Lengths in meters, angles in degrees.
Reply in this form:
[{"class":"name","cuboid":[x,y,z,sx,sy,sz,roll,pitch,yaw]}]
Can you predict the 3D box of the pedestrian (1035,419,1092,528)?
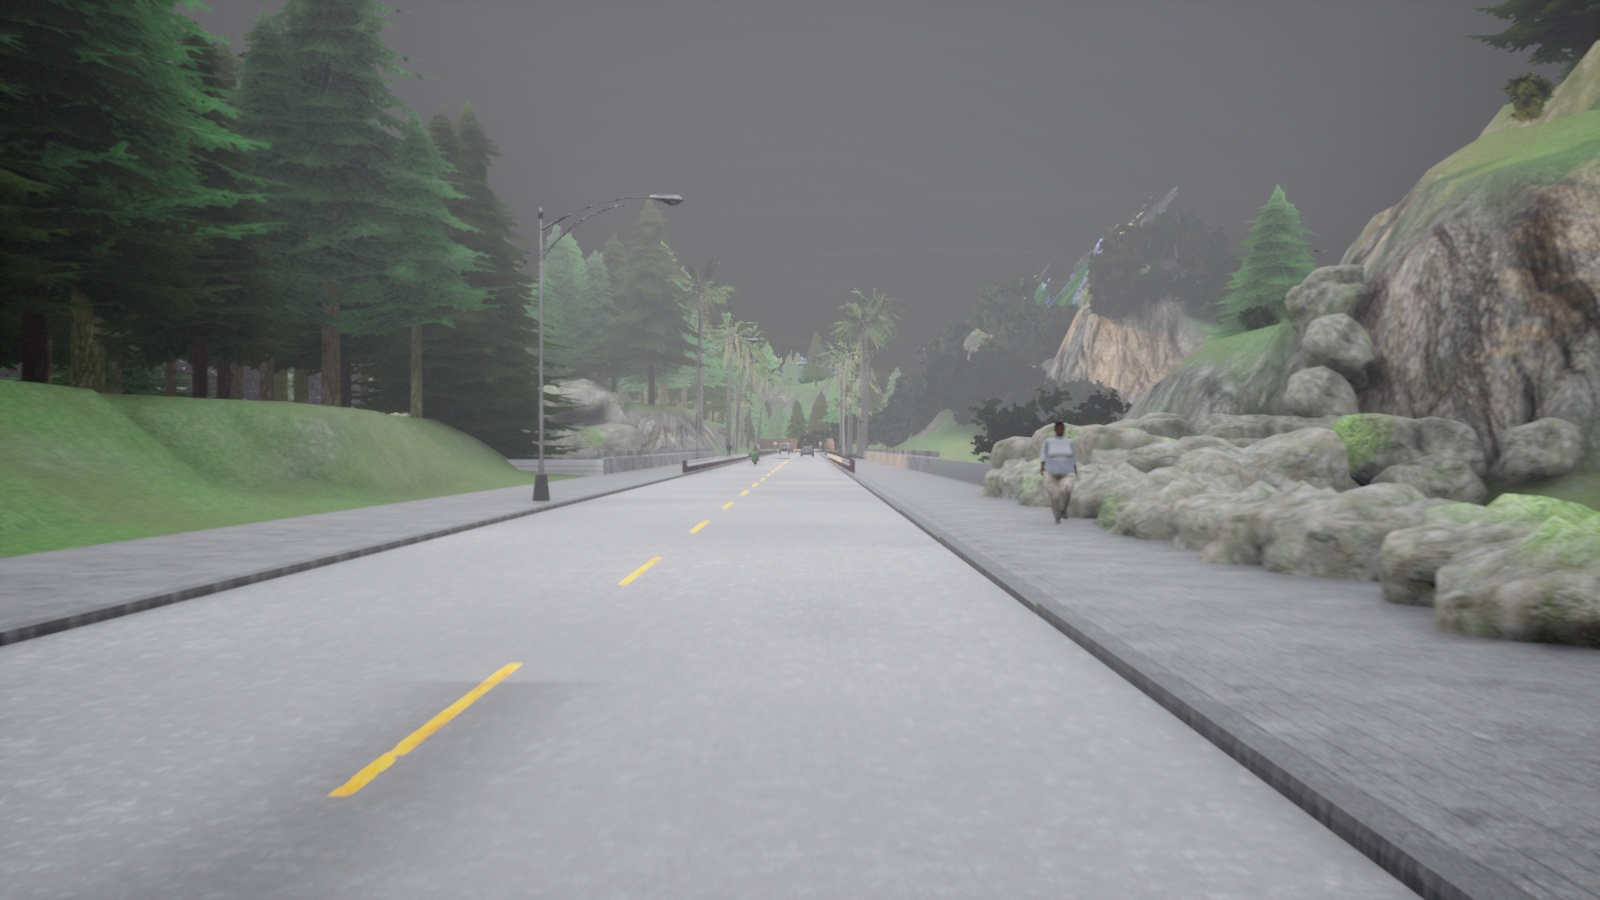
[{"class":"pedestrian","cuboid":[4.551,0.396,21.764,0.874,1.855,0.900,0,0,5]}]
